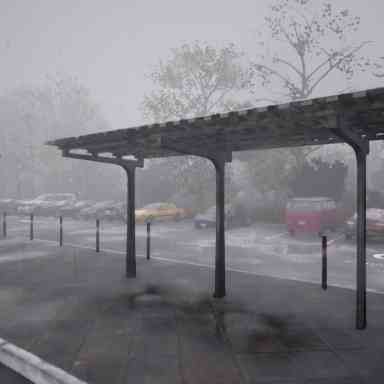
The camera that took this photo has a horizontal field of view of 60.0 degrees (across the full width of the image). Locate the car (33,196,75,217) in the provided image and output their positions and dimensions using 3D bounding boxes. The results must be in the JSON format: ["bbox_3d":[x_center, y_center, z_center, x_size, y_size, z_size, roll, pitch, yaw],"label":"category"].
[{"bbox_3d":[-11.537,1.449,30.839,2.097,1.535,5.008,0,0,35],"label":"car"}]

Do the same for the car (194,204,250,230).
[{"bbox_3d":[2.034,1.509,21.186,2.163,1.488,4.792,0,0,35],"label":"car"}]

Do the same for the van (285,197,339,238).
[{"bbox_3d":[6.648,1.264,18.097,1.878,1.987,4.442,0,0,35],"label":"van"}]

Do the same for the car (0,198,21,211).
[{"bbox_3d":[-22.882,1.441,38.832,2.163,1.488,4.792,1,0,35],"label":"car"}]

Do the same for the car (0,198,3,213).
[{"bbox_3d":[-18.339,1.432,35.644,2.097,1.535,5.008,0,0,35],"label":"car"}]

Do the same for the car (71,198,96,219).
[{"bbox_3d":[-7.005,1.461,27.632,2.231,1.521,4.892,0,0,35],"label":"car"}]

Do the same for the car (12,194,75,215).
[{"bbox_3d":[-13.821,1.193,32.416,2.435,2.045,5.566,0,0,35],"label":"car"}]

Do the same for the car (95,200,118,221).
[{"bbox_3d":[-4.728,1.494,26.047,2.163,1.488,4.792,0,0,35],"label":"car"}]

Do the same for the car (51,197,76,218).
[{"bbox_3d":[-9.271,1.454,29.235,2.097,1.535,5.008,0,0,35],"label":"car"}]

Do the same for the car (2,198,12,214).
[{"bbox_3d":[-16.073,1.441,34.038,2.231,1.521,4.892,0,0,35],"label":"car"}]

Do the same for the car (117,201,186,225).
[{"bbox_3d":[-2.587,1.467,24.267,1.946,1.575,5.366,0,0,35],"label":"car"}]

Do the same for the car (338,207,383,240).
[{"bbox_3d":[8.843,1.535,16.396,2.002,1.452,4.674,0,0,35],"label":"car"}]
